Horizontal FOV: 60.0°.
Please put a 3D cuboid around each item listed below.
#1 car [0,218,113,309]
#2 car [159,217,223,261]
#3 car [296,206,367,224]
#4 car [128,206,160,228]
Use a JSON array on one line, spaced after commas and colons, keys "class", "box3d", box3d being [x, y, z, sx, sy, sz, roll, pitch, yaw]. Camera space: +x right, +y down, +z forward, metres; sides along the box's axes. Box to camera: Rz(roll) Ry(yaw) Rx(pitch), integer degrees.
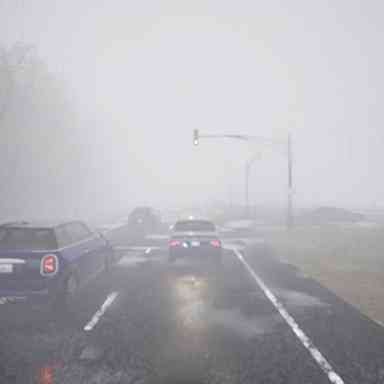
[{"class": "car", "box3d": [-3.399, 1.418, 8.154, 2.097, 1.767, 4.553, 0, 0, 0]}, {"class": "car", "box3d": [0.099, 1.649, 12.662, 2.033, 1.411, 5.357, 0, 0, 0]}, {"class": "car", "box3d": [11.289, 1.872, 27.120, 5.357, 1.411, 2.033, 1, -2, -5]}, {"class": "car", "box3d": [-3.401, 1.715, 23.883, 1.812, 1.442, 4.674, 0, 0, 0]}]
